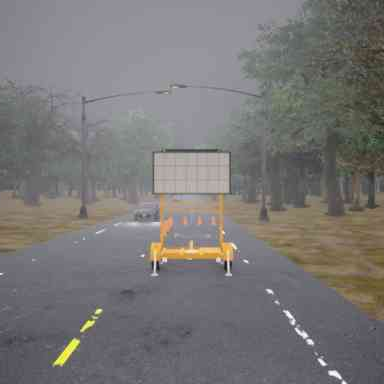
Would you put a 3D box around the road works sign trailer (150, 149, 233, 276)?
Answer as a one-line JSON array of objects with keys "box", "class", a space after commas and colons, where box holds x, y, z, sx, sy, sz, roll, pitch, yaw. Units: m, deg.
[{"box": [-0.010, 0.476, 10.372, 2.380, 3.560, 2.880, 0, 0, 0], "class": "road works sign trailer"}]

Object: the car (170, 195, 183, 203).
[{"box": [-3.459, 1.466, 68.915, 2.097, 1.767, 4.553, 0, 0, 0], "class": "car"}]

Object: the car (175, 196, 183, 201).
[{"box": [-3.443, 1.722, 90.188, 1.994, 1.385, 4.181, 0, 0, 0], "class": "car"}]

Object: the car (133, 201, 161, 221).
[{"box": [-3.584, 1.542, 27.392, 1.837, 1.490, 4.892, 0, 0, 0], "class": "car"}]
